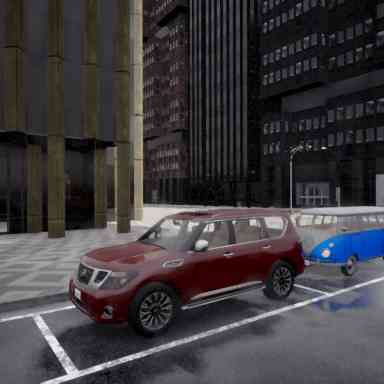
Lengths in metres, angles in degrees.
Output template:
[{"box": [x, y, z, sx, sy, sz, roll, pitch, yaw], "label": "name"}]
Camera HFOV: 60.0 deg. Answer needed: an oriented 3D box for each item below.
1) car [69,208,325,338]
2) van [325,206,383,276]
[{"box": [0.208, 1.315, 6.809, 5.009, 1.841, 2.192, 0, 0, -36], "label": "car"}, {"box": [4.704, 1.341, 10.020, 3.998, 1.788, 1.690, 0, 0, -36], "label": "van"}]
